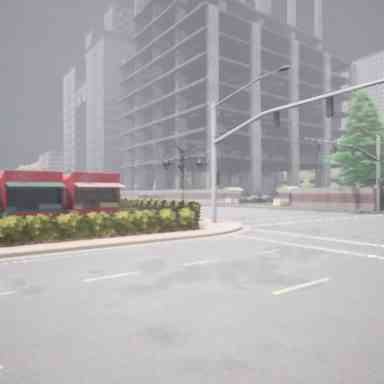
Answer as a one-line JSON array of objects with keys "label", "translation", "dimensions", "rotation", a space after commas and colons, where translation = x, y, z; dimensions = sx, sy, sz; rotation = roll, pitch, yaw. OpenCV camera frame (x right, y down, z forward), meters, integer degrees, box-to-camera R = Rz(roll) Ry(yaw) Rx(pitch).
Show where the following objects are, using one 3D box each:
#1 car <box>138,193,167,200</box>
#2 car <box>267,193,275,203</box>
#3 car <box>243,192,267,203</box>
[{"label": "car", "translation": [-4.265, 1.211, 37.346], "dimensions": [2.150, 2.045, 5.566], "rotation": [0, 1, -36]}, {"label": "car", "translation": [12.824, 0.941, 58.965], "dimensions": [1.905, 1.878, 3.866], "rotation": [0, 0, -36]}, {"label": "car", "translation": [10.432, 0.952, 57.254], "dimensions": [1.905, 1.878, 3.866], "rotation": [0, 0, -36]}]
